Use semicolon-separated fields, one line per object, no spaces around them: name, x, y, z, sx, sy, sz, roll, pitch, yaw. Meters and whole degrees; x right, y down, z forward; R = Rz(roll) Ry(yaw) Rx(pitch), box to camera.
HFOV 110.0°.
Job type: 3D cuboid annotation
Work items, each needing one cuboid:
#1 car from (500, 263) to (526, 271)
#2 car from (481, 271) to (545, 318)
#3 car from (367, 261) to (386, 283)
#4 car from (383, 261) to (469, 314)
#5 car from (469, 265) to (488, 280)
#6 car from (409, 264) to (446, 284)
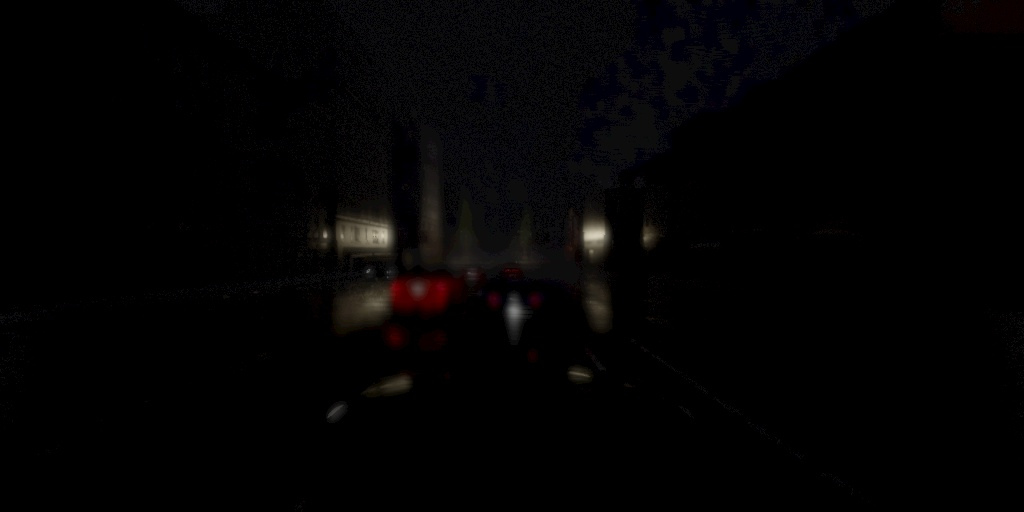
car;0.094;1.347;29.939;1.837;1.490;4.892;0;0;0
car;0.087;1.396;13.256;1.895;1.301;4.718;0;0;0
car;-9.841;1.193;28.675;2.097;1.767;4.553;0;0;0
car;-3.163;1.153;14.242;2.097;1.767;4.553;0;0;0
car;-3.154;1.407;30.463;1.994;1.385;4.181;0;0;0
car;-6.592;1.405;28.475;1.994;1.385;4.181;0;0;0
